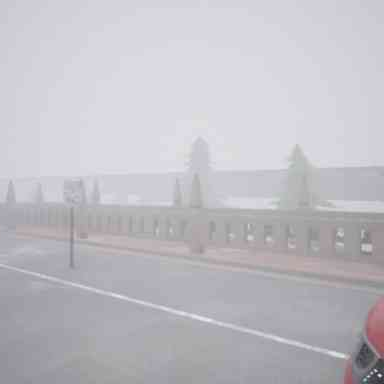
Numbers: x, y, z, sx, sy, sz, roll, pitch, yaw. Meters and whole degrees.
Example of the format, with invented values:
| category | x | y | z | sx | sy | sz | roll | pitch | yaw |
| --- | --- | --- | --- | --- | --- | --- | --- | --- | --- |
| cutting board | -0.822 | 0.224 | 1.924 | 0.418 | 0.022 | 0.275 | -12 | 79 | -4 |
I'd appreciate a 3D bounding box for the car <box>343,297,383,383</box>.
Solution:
| category | x | y | z | sx | sy | sz | roll | pitch | yaw |
| --- | --- | --- | --- | --- | --- | --- | --- | --- | --- |
| car | 3.653 | 1.221 | 1.368 | 5.566 | 2.045 | 2.150 | 0 | 0 | 36 |
